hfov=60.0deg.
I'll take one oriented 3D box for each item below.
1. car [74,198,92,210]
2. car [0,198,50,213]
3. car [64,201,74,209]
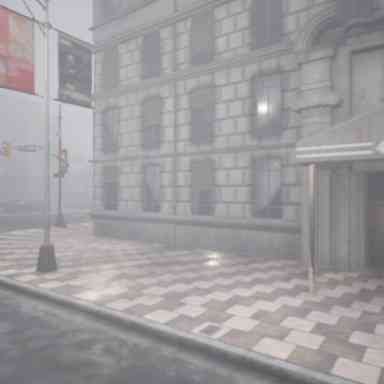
[{"bbox_3d":[-12.491,1.522,43.486,1.812,1.442,4.674,0,0,36],"label":"car"},{"bbox_3d":[-17.838,1.523,36.144,1.812,1.442,4.674,0,0,36],"label":"car"},{"bbox_3d":[-14.945,1.543,46.062,2.033,1.411,5.357,0,0,36],"label":"car"}]
